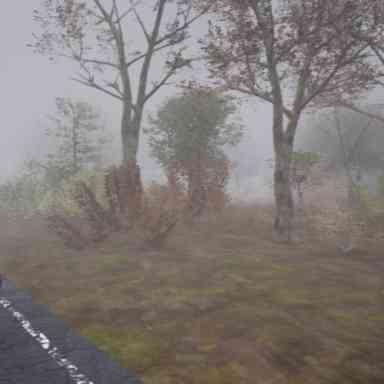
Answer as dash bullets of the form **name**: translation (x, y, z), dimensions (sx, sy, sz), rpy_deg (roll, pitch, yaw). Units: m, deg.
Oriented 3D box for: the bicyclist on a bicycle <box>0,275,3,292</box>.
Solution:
- **bicyclist on a bicycle**: translation (-3.094, 1.454, 4.907), dimensions (0.582, 1.620, 1.656), rpy_deg (-2, 1, -41)
